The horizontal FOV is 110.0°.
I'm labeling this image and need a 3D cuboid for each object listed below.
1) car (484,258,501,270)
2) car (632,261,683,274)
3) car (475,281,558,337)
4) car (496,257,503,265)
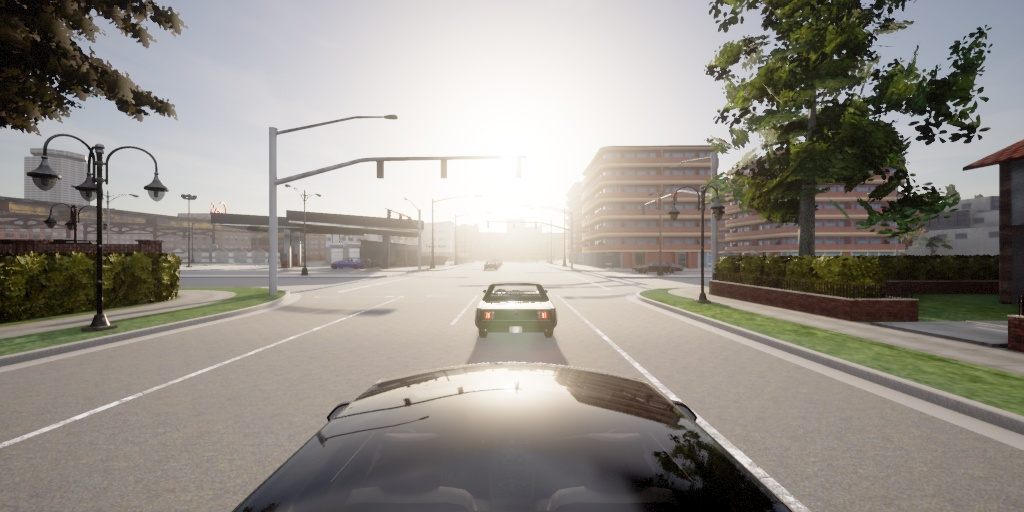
[{"bbox_3d":[-3.054,1.351,52.558,1.895,1.301,4.718,0,0,-1],"label":"car"},{"bbox_3d":[16.639,1.297,41.043,5.357,1.411,2.033,0,0,1],"label":"car"},{"bbox_3d":[0.098,1.351,10.227,1.895,1.301,4.718,0,0,0],"label":"car"},{"bbox_3d":[-3.146,1.314,62.473,1.994,1.385,4.181,0,0,0],"label":"car"}]
